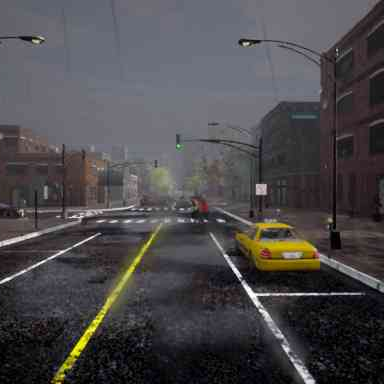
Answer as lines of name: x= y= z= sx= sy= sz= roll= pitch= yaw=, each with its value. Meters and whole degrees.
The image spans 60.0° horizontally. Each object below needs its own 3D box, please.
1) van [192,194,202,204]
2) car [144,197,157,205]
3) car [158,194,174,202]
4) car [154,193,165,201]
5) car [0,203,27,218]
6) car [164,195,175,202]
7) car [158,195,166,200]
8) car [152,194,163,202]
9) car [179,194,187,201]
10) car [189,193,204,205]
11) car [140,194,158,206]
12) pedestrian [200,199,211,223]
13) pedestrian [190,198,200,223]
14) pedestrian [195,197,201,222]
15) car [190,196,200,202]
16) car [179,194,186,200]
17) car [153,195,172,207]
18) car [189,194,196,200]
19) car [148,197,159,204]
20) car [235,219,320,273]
van: x=0.916 y=1.328 z=64.992 sx=1.690 sy=1.788 sz=3.998 roll=-1 pitch=0 yaw=-2
car: x=-7.308 y=1.533 z=59.221 sx=1.887 sy=1.381 sz=4.507 roll=-1 pitch=0 yaw=-2
car: x=-4.732 y=1.466 z=61.044 sx=1.882 sy=1.535 sz=5.008 roll=0 pitch=1 yaw=-1
car: x=-7.916 y=1.297 z=81.389 sx=2.192 sy=1.841 sz=5.009 roll=-1 pitch=0 yaw=-2
car: x=-19.069 y=1.794 z=32.367 sx=5.357 sy=1.411 sz=2.033 roll=-1 pitch=1 yaw=-2
car: x=-5.030 y=1.509 z=74.393 sx=2.128 sy=1.511 sz=4.902 roll=0 pitch=0 yaw=-2
car: x=-8.217 y=1.524 z=92.472 sx=1.887 sy=1.381 sz=4.507 roll=-1 pitch=0 yaw=-2
car: x=-7.766 y=1.299 z=75.847 sx=2.192 sy=1.841 sz=5.009 roll=-1 pitch=0 yaw=-2
car: x=-2.178 y=1.504 z=79.813 sx=2.128 sy=1.511 sz=4.902 roll=0 pitch=0 yaw=-2
car: x=1.067 y=1.303 z=59.450 sx=2.192 sy=1.841 sz=5.009 roll=-1 pitch=0 yaw=-2
car: x=-7.158 y=1.304 z=53.679 sx=2.192 sy=1.841 sz=5.009 roll=-1 pitch=0 yaw=-2
pedestrian: x=0.953 y=1.290 z=23.629 sx=0.375 sy=1.860 sz=0.375 roll=-1 pitch=1 yaw=-2
pedestrian: x=0.245 y=1.291 z=24.355 sx=0.375 sy=1.860 sz=0.375 roll=-1 pitch=1 yaw=-2
pedestrian: x=0.439 y=1.290 z=24.959 sx=0.375 sy=1.860 sz=0.375 roll=-1 pitch=1 yaw=-2
car: x=0.615 y=1.535 z=76.076 sx=2.008 sy=1.369 sz=4.403 roll=-1 pitch=0 yaw=-2
car: x=-2.461 y=1.354 z=90.225 sx=1.882 sy=1.535 sz=5.008 roll=0 pitch=0 yaw=-2
car: x=-4.490 y=1.554 z=51.203 sx=1.994 sy=1.385 sz=4.181 roll=0 pitch=0 yaw=-2
car: x=0.159 y=1.419 z=92.701 sx=1.967 sy=1.590 sz=4.097 roll=-1 pitch=0 yaw=-2
car: x=-7.460 y=1.569 z=64.763 sx=1.802 sy=1.307 sz=4.206 roll=-1 pitch=0 yaw=-2
car: x=2.408 y=1.524 z=10.501 sx=1.752 sy=1.417 sz=4.829 roll=-1 pitch=0 yaw=-2
